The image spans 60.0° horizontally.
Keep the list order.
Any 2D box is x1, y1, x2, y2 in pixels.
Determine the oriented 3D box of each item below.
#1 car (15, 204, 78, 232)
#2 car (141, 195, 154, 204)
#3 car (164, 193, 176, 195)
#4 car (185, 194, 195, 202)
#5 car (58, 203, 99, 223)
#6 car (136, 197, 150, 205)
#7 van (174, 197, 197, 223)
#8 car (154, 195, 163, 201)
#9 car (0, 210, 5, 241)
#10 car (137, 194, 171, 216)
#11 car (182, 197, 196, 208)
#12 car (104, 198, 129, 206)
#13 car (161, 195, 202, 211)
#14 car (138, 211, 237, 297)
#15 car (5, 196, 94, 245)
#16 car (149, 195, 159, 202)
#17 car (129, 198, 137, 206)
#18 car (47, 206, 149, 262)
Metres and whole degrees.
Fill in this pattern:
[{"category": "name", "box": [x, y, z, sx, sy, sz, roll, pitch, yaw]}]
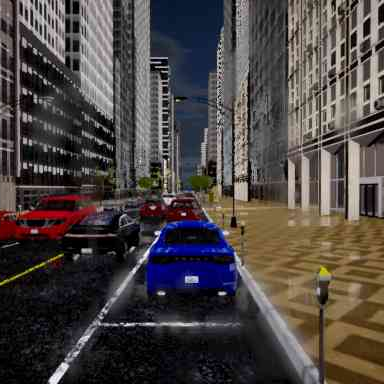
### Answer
[{"category": "car", "box": [-8.844, 1.547, 20.672, 2.008, 1.369, 4.403, -1, 0, 0]}, {"category": "car", "box": [-8.845, 1.426, 66.141, 1.967, 1.590, 4.097, -1, 0, 0]}, {"category": "car", "box": [-3.044, 1.213, 45.586, 2.150, 2.045, 5.566, 0, 0, 0]}, {"category": "car", "box": [-0.465, 1.298, 77.509, 2.192, 1.841, 5.009, -1, 0, 0]}, {"category": "car", "box": [-8.843, 1.577, 26.356, 1.802, 1.307, 4.206, -1, 0, 0]}, {"category": "car", "box": [-8.843, 1.570, 60.458, 1.802, 1.307, 4.206, -1, 0, 0]}, {"category": "van", "box": [-0.465, 1.336, 26.356, 1.690, 1.788, 3.998, -1, 0, 0]}, {"category": "car", "box": [-8.844, 1.545, 88.876, 1.947, 1.339, 4.313, -1, 0, 0]}, {"category": "car", "box": [-8.843, 1.542, 14.989, 1.887, 1.381, 4.507, -1, 0, 0]}, {"category": "car", "box": [-3.148, 1.346, 28.901, 2.097, 1.767, 4.553, 0, 0, 0]}, {"category": "car", "box": [-0.463, 1.541, 49.090, 2.008, 1.369, 4.403, -1, 0, 0]}, {"category": "car", "box": [-8.844, 1.544, 37.723, 2.008, 1.369, 4.403, -1, 0, 0]}, {"category": "car", "box": [-0.465, 1.311, 20.672, 2.192, 1.841, 5.009, -1, 0, 0]}, {"category": "car", "box": [-0.006, 1.476, 8.652, 1.882, 1.535, 5.008, 0, 0, 0]}, {"category": "car", "box": [-6.246, 1.219, 15.951, 2.150, 2.045, 5.566, 0, 0, 0]}, {"category": "car", "box": [-8.844, 1.509, 77.339, 1.752, 1.417, 4.829, -1, 0, 0]}, {"category": "car", "box": [-8.843, 1.541, 49.090, 2.008, 1.369, 4.403, -1, 0, 0]}, {"category": "car", "box": [-3.046, 1.489, 12.053, 2.128, 1.511, 4.902, 0, 0, 0]}]
